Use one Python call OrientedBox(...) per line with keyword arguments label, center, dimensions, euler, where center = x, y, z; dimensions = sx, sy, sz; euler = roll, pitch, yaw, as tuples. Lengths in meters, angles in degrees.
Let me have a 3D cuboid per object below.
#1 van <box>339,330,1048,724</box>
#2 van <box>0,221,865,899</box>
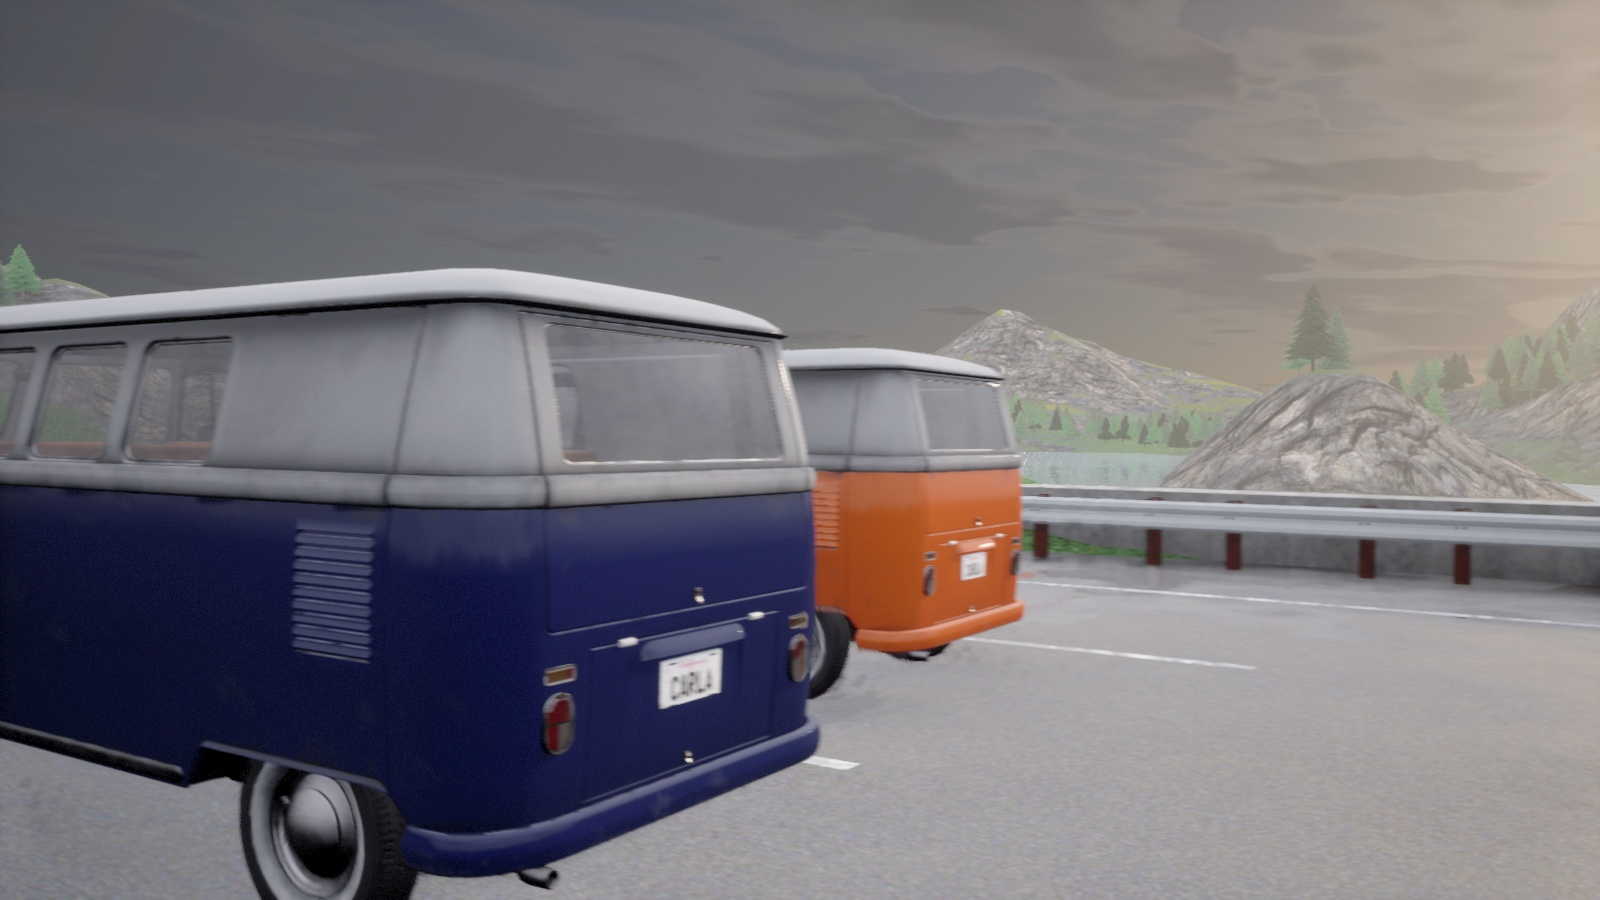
OrientedBox(label="van", center=(-0.813, 0.376, 8.248), dimensions=(4.442, 1.987, 1.775), euler=(0, 1, 32))
OrientedBox(label="van", center=(-2.126, 0.435, 4.946), dimensions=(4.442, 1.987, 1.775), euler=(0, 1, 32))
